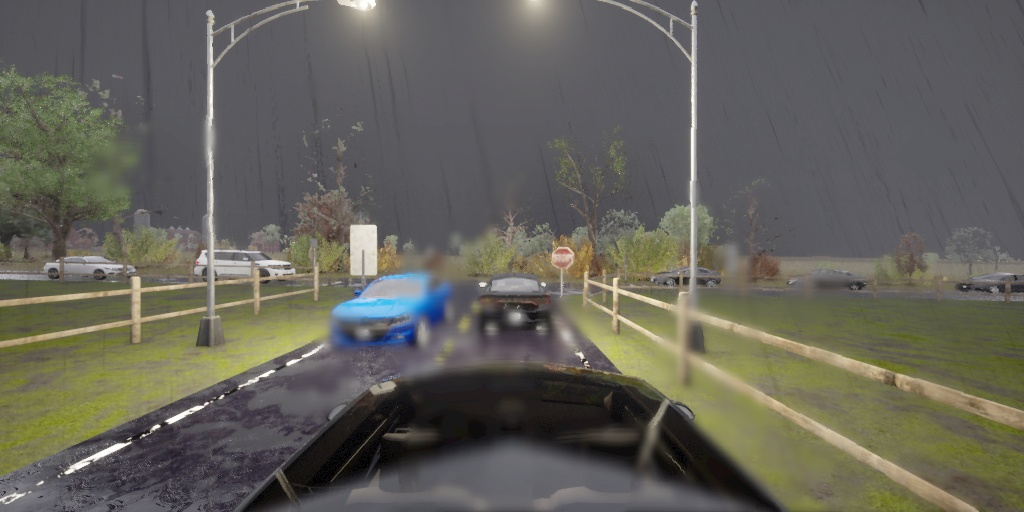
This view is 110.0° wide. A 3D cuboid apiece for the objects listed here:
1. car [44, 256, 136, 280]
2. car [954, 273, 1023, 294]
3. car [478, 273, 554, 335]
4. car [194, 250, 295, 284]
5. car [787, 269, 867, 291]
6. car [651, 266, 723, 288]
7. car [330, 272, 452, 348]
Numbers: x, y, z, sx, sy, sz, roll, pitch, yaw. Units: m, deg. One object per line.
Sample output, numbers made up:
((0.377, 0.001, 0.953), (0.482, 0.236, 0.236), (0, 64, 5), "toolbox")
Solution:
((-27.209, 0.730, 23.149), (4.674, 1.442, 1.812), (1, 1, 0), "car")
((35.377, 2.014, 26.067), (4.892, 1.490, 1.837), (1, 1, 1), "car")
((0.056, 1.226, 10.608), (1.882, 1.535, 5.008), (0, 0, -1), "car")
((-17.161, 0.644, 23.147), (5.566, 2.045, 2.150), (1, 1, 0), "car")
((22.845, 1.735, 26.092), (4.902, 1.511, 2.128), (1, 1, 0), "car")
((12.672, 1.519, 26.092), (4.902, 1.511, 2.128), (1, 1, 0), "car")
((-2.839, 1.226, 9.441), (1.882, 1.535, 5.008), (0, 0, 1), "car")
